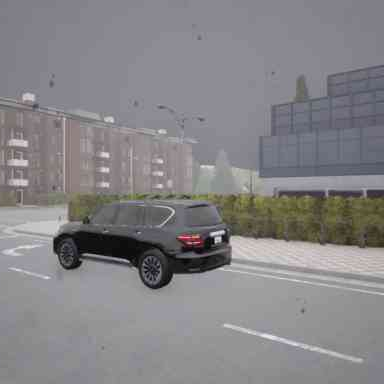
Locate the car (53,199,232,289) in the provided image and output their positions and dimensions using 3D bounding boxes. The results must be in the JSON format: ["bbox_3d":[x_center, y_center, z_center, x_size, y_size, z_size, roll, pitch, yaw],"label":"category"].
[{"bbox_3d":[-1.573,1.221,9.401,5.566,2.045,2.150,0,0,35],"label":"car"}]
